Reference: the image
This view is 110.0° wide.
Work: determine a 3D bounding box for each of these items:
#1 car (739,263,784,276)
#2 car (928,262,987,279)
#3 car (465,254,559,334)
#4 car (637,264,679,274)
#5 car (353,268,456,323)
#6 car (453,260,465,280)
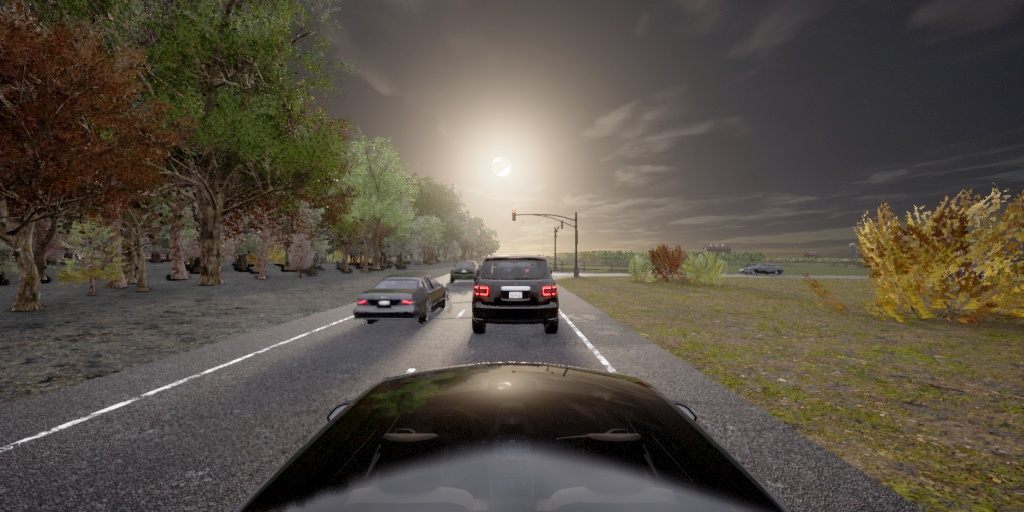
[{"bbox_3d":[30.614,1.635,44.092,4.902,1.511,2.128,1,-1,0],"label":"car"},{"bbox_3d":[50.304,1.776,40.412,5.008,1.535,1.882,1,-1,1],"label":"car"},{"bbox_3d":[0.081,0.974,10.776,2.150,2.045,5.566,0,0,0],"label":"car"},{"bbox_3d":[17.873,1.606,44.147,4.718,1.301,1.895,1,-1,1],"label":"car"},{"bbox_3d":[-3.418,1.300,12.090,2.033,1.411,5.357,0,0,0],"label":"car"},{"bbox_3d":[-3.449,1.108,27.914,2.097,1.767,4.553,0,0,0],"label":"car"}]
